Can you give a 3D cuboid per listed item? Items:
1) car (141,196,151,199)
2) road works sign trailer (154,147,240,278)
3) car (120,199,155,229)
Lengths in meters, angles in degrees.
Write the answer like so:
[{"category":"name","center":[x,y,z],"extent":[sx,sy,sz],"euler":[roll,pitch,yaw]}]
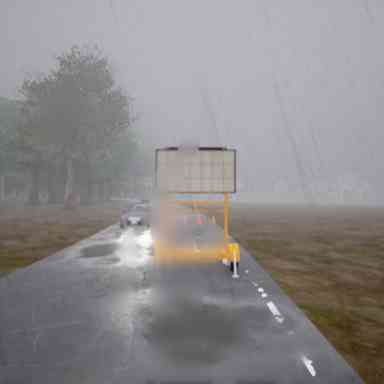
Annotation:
[{"category":"car","center":[-8.809,1.497,63.108],"extent":[1.895,1.301,4.718],"euler":[0,0,-11]},{"category":"road works sign trailer","center":[0.110,0.444,10.094],"extent":[2.380,3.560,2.880],"euler":[0,0,-1]},{"category":"car","center":[-3.413,1.447,21.369],"extent":[2.128,1.511,4.902],"euler":[0,0,-3]}]
